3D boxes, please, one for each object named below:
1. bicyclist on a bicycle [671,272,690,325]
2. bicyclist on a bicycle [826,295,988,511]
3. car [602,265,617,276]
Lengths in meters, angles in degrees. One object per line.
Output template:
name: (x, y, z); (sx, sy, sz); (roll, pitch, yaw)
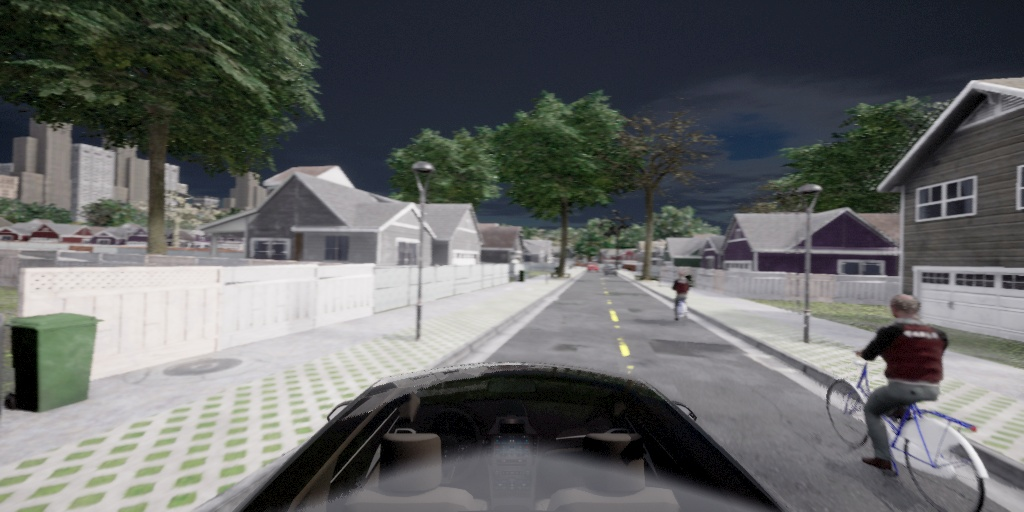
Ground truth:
bicyclist on a bicycle: (5.737, 1.409, 12.286); (0.659, 1.776, 1.843); (2, 0, 13)
bicyclist on a bicycle: (3.676, 1.249, 3.527); (0.659, 1.776, 1.843); (2, 0, 13)
car: (15.090, 2.289, 54.903); (2.128, 1.511, 4.902); (2, -1, 13)
